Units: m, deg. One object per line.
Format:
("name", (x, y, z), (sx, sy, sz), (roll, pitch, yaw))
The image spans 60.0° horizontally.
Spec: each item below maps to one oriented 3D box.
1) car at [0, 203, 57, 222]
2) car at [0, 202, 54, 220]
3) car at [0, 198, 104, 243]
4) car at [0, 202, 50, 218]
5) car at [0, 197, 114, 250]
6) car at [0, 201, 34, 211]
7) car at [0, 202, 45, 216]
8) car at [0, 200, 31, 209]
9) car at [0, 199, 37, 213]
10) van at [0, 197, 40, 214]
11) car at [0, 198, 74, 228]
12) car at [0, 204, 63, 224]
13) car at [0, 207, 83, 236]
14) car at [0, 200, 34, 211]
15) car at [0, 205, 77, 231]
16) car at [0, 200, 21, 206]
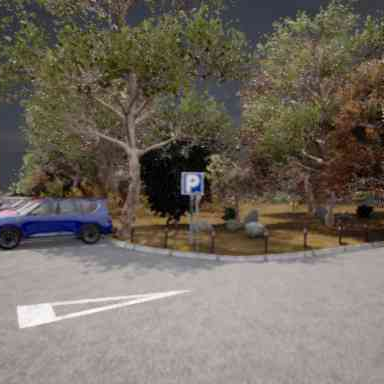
("car", (-14.773, 1.782, 29.651), (4.792, 1.488, 2.163), (1, -1, -30))
("car", (-16.150, 1.780, 32.073), (5.008, 1.535, 2.097), (1, -1, -30))
("car", (-7.786, 1.381, 17.611), (5.566, 2.045, 2.435), (1, -1, -30))
("car", (-17.703, 1.803, 34.393), (5.366, 1.575, 1.946), (1, -1, -30))
("car", (-6.450, 1.364, 15.309), (5.566, 2.045, 2.435), (1, -1, -30))
("car", (-25.908, 2.029, 48.944), (4.674, 1.452, 2.002), (1, -1, -30))
("car", (-18.941, 1.875, 36.894), (4.674, 1.452, 2.002), (1, -1, -30))
("car", (-30.093, 2.116, 56.176), (5.008, 1.535, 2.097), (1, -1, -30))
("car", (-23.150, 1.795, 44.110), (4.553, 1.767, 2.185), (1, -1, -30))
("van", (-21.630, 1.666, 41.778), (4.442, 1.987, 1.878), (1, -1, -30))
("car", (-11.977, 1.448, 24.839), (5.566, 2.045, 2.435), (1, -1, -30))
("car", (-13.326, 1.755, 27.271), (4.792, 1.488, 2.163), (1, -1, -30))
("car", (-9.224, 1.694, 20.136), (4.674, 1.452, 2.002), (1, -1, -30))
("car", (-27.300, 2.027, 51.359), (5.008, 1.535, 2.097), (1, -1, -30))
("car", (-10.561, 1.676, 22.437), (5.008, 1.535, 2.097), (1, -1, -30))
("car", (-44.330, 2.707, 80.841), (4.674, 1.452, 2.002), (1, -1, -30))
